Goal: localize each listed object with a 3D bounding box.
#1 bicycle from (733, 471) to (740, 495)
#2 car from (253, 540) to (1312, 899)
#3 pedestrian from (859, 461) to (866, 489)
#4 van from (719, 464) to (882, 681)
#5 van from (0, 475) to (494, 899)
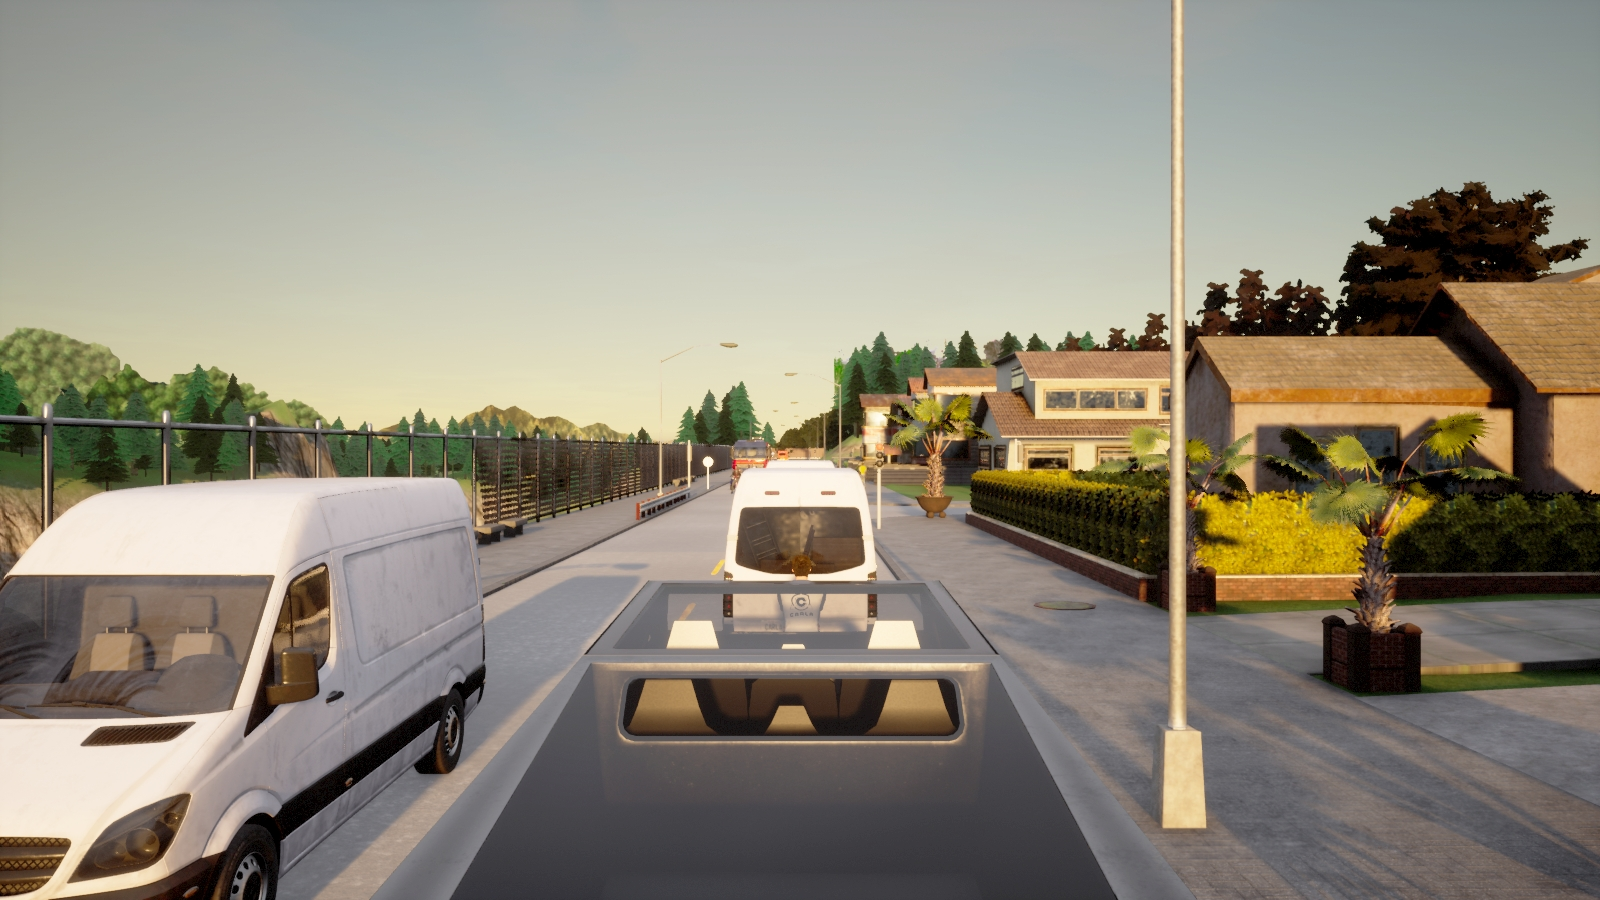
[{"bbox_3d":[-3.968,2.032,71.211,0.329,1.471,1.835,0,0,0],"label":"bicycle"},{"bbox_3d":[-0.034,1.751,5.716,2.390,2.098,6.274,0,0,0],"label":"car"},{"bbox_3d":[4.260,1.714,77.921,0.375,1.860,0.375,0,0,-10],"label":"pedestrian"},{"bbox_3d":[0.009,1.528,16.844,1.988,2.561,5.915,0,0,0],"label":"van"},{"bbox_3d":[-3.993,1.531,8.228,1.988,2.561,5.915,0,0,0],"label":"van"}]
